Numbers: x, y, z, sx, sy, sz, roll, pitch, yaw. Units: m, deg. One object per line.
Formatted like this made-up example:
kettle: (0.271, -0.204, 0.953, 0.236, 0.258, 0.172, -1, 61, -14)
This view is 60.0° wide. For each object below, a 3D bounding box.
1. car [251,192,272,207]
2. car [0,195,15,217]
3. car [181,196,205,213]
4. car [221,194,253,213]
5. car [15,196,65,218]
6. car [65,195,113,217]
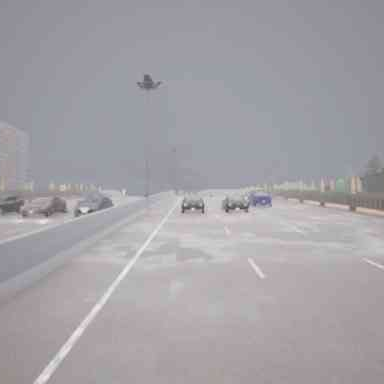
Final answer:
car: (7.088, 0.700, 35.259, 1.882, 1.535, 5.008, 0, 1, 0)
car: (-14.104, 0.977, 24.407, 1.837, 1.490, 4.892, 0, 1, 0)
car: (0.087, 0.986, 28.246, 1.895, 1.301, 4.718, 0, 1, 0)
car: (3.587, 0.985, 28.281, 1.895, 1.301, 4.718, 0, 1, 0)
car: (-10.604, 1.002, 24.236, 1.812, 1.442, 4.674, 0, 1, 0)
car: (-7.104, 0.965, 24.353, 2.128, 1.511, 4.902, 0, 1, 0)
